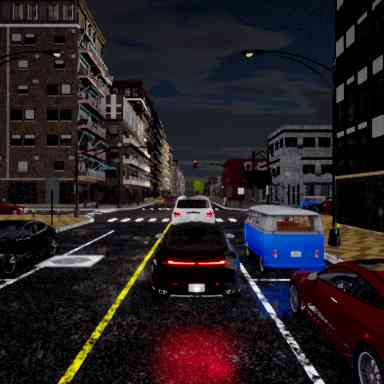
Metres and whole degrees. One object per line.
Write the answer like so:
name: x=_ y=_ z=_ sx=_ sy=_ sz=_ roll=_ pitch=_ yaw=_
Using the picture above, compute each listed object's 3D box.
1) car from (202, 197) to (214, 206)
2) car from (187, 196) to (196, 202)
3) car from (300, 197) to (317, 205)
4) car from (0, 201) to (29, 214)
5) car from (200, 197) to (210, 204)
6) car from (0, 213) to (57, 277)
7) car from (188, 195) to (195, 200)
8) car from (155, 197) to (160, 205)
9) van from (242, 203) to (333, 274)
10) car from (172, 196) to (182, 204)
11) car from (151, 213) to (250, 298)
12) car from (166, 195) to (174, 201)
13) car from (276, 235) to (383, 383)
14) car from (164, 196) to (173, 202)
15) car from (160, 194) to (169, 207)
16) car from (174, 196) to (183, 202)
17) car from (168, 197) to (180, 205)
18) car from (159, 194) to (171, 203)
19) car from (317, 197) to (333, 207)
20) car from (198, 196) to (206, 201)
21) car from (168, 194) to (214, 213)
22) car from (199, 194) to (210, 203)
car: x=2.596 y=1.562 z=55.265 sx=1.752 sy=1.417 sz=4.829 roll=0 pitch=0 yaw=0
car: x=-0.143 y=1.618 z=81.479 sx=2.033 sy=1.411 sz=5.357 roll=0 pitch=0 yaw=0
car: x=15.082 y=1.620 z=36.973 sx=5.357 sy=1.411 sz=2.033 roll=0 pitch=0 yaw=2
car: x=-17.520 y=1.535 z=31.084 sx=4.206 sy=1.307 sz=1.802 roll=0 pitch=0 yaw=0
car: x=2.577 y=1.634 z=66.173 sx=1.802 sy=1.307 sz=4.206 roll=0 pitch=0 yaw=0
car: x=-5.705 y=1.567 z=10.319 sx=1.947 sy=1.339 sz=4.313 roll=0 pitch=0 yaw=0
car: x=-0.160 y=1.584 z=91.929 sx=1.895 sy=1.301 sz=4.718 roll=0 pitch=0 yaw=0
car: x=-5.794 y=1.569 z=60.448 sx=1.752 sy=1.417 sz=4.829 roll=0 pitch=0 yaw=0
van: x=2.643 y=1.343 z=10.308 sx=1.690 sy=1.788 sz=3.998 roll=0 pitch=0 yaw=0
car: x=-3.134 y=1.581 z=68.164 sx=1.812 sy=1.442 sz=4.674 roll=0 pitch=0 yaw=0
car: x=0.083 y=1.506 z=8.491 sx=1.837 sy=1.490 sz=4.892 roll=0 pitch=0 yaw=0
car: x=-5.842 y=1.617 z=88.144 sx=1.752 sy=1.417 sz=4.829 roll=0 pitch=0 yaw=0
car: x=2.652 y=1.582 z=4.619 sx=1.802 sy=1.307 sz=4.206 roll=0 pitch=0 yaw=0
car: x=-5.833 y=1.632 z=82.775 sx=2.008 sy=1.369 sz=4.403 roll=0 pitch=0 yaw=0
car: x=-3.187 y=1.383 z=50.165 sx=2.097 sy=1.767 sz=4.553 roll=0 pitch=0 yaw=0
car: x=-3.138 y=1.624 z=78.180 sx=1.994 sy=1.385 sz=4.181 roll=0 pitch=0 yaw=0
car: x=-3.179 y=1.643 z=59.108 sx=1.895 sy=1.301 sz=4.718 roll=0 pitch=0 yaw=0
car: x=-5.813 y=1.376 z=71.697 sx=2.192 sy=1.841 sz=5.009 roll=0 pitch=0 yaw=0
car: x=14.868 y=1.359 z=31.221 sx=5.009 sy=1.841 sz=2.192 roll=0 pitch=0 yaw=0
car: x=2.538 y=1.643 z=88.329 sx=2.008 sy=1.369 sz=4.403 roll=0 pitch=0 yaw=0
car: x=0.057 y=1.225 z=18.491 sx=2.150 sy=2.045 sz=5.566 roll=0 pitch=0 yaw=0
car: x=2.568 y=1.376 z=71.712 sx=2.192 sy=1.841 sz=5.009 roll=0 pitch=0 yaw=0
